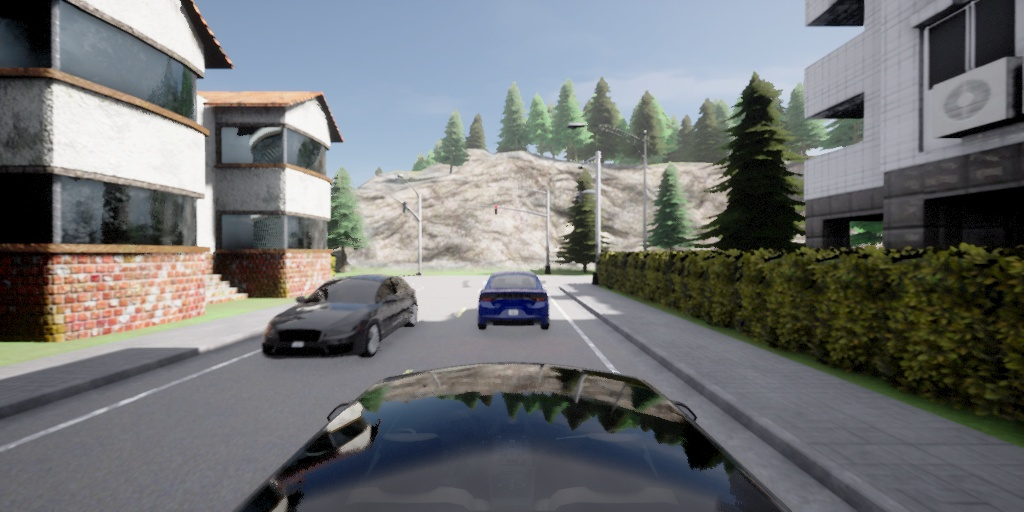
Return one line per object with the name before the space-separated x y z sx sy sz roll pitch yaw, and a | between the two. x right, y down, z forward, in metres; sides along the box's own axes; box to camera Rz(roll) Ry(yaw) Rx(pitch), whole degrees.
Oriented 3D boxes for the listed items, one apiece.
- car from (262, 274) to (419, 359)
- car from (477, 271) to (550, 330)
car | -3.581 1.219 8.441 1.837 1.490 4.892 0 0 0
car | 0.055 1.178 11.002 1.882 1.535 5.008 0 0 1
